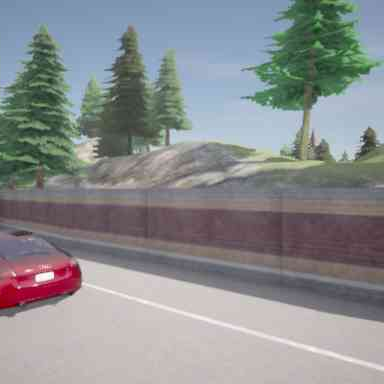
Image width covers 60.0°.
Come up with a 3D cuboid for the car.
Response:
[{"bbox_3d":[-4.332,1.570,7.552,4.181,1.385,1.994,0,0,39],"label":"car"}]
